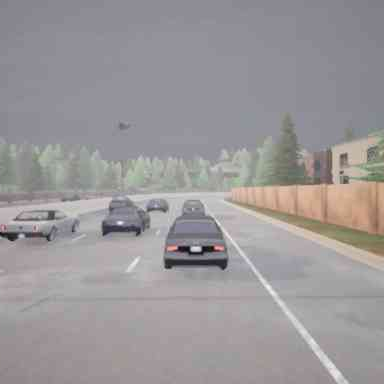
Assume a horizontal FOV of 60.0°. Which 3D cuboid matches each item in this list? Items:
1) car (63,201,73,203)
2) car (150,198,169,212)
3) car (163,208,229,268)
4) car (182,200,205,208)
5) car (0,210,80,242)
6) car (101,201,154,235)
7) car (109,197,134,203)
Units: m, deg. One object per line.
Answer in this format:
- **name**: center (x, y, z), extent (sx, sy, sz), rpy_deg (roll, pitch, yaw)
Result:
- **car**: center (-21.012, 1.082, 58.035), extent (2.033, 1.411, 5.357), rpy_deg (0, 0, 1)
- **car**: center (-3.395, 1.295, 33.463), extent (1.994, 1.385, 4.181), rpy_deg (0, 0, 0)
- **car**: center (0.101, 1.459, 10.855), extent (2.033, 1.411, 5.357), rpy_deg (0, 0, 0)
- **car**: center (0.103, 1.328, 27.377), extent (2.033, 1.411, 5.357), rpy_deg (0, 0, 0)
- **car**: center (-6.898, 1.474, 15.690), extent (1.895, 1.301, 4.718), rpy_deg (0, 0, 0)
- **car**: center (-3.398, 1.421, 17.739), extent (1.994, 1.385, 4.181), rpy_deg (0, 0, 0)
- **car**: center (-6.896, 1.227, 32.900), extent (2.128, 1.511, 4.902), rpy_deg (0, 0, 0)
